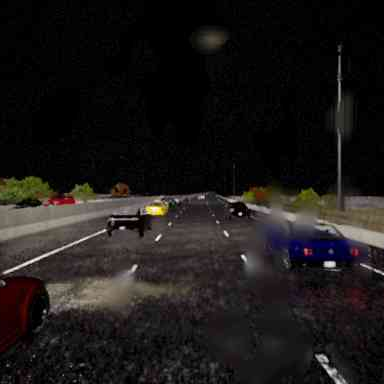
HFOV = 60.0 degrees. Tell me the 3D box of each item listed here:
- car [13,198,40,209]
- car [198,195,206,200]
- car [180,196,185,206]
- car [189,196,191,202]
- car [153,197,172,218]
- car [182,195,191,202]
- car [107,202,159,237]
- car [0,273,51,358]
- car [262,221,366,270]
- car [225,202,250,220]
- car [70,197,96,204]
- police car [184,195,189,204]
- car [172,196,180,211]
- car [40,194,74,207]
[{"bbox_3d":[-20.542,1.554,41.931,1.837,1.490,4.892,0,0,2],"label":"car"},{"bbox_3d":[2.639,1.703,94.670,1.895,1.301,4.718,0,0,3],"label":"car"},{"bbox_3d":[-2.660,1.687,52.803,1.895,1.301,4.718,0,0,2],"label":"car"},{"bbox_3d":[-1.837,1.646,74.694,2.128,1.511,4.902,0,0,3],"label":"car"},{"bbox_3d":[-3.202,1.495,31.034,1.801,1.575,5.366,0,0,1],"label":"car"},{"bbox_3d":[-1.322,1.545,85.621,2.097,1.767,4.553,0,0,3],"label":"car"},{"bbox_3d":[-3.284,1.508,18.235,2.128,1.511,4.902,0,0,1],"label":"car"},{"bbox_3d":[-3.382,1.565,3.972,1.994,1.385,4.181,0,0,0],"label":"car"},{"bbox_3d":[3.648,1.611,10.970,1.895,1.301,4.718,0,0,0],"label":"car"},{"bbox_3d":[3.864,1.563,28.593,1.812,1.442,4.674,0,0,1],"label":"car"},{"bbox_3d":[-13.526,1.656,42.881,1.895,1.301,4.718,0,0,2],"label":"car"},{"bbox_3d":[-2.284,1.622,63.735,2.038,1.542,4.974,0,0,2],"label":"police car"},{"bbox_3d":[-2.969,1.412,41.780,2.097,1.767,4.553,0,0,1],"label":"car"},{"bbox_3d":[-17.019,1.273,43.114,2.150,2.045,5.566,0,0,2],"label":"car"}]
